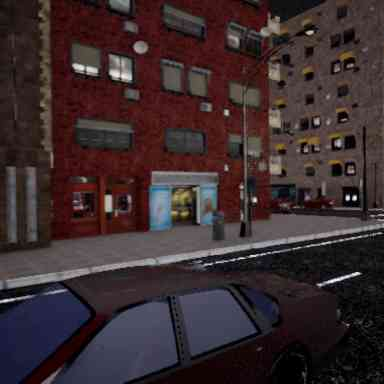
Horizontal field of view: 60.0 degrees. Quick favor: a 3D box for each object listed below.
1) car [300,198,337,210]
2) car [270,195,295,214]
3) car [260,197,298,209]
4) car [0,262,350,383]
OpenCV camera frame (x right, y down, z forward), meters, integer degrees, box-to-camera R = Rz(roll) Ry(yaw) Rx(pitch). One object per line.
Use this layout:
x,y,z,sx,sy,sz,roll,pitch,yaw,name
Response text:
14.332,1.323,37.787,1.802,1.307,4.206,-2,1,-37,car
7.357,1.199,32.666,2.192,1.841,5.009,-2,0,-37,car
11.018,1.378,42.261,1.947,1.339,4.313,-2,1,-37,car
-0.621,1.528,3.239,5.357,1.411,2.033,-1,1,-35,car
